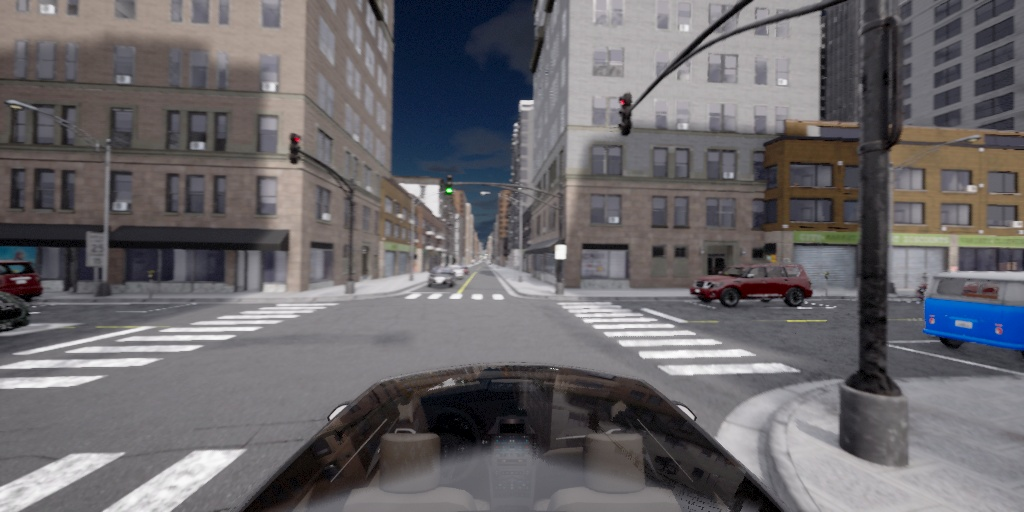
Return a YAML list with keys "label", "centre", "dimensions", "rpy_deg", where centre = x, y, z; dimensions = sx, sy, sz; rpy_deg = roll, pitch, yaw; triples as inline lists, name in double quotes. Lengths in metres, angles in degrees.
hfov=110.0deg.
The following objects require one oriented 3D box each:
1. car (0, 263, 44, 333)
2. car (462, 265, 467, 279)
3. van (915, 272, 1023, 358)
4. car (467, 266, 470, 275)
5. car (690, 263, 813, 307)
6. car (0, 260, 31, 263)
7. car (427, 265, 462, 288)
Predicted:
- label: "car"
  centre: [-14.712, 1.119, 8.425]
  dimensions: [4.553, 1.767, 2.097]
  rpy_deg: [0, 0, -4]
- label: "car"
  centre: [-5.971, 1.694, 37.128]
  dimensions: [1.812, 1.442, 4.674]
  rpy_deg: [1, -1, -5]
- label: "van"
  centre: [11.523, 1.239, 7.844]
  dimensions: [3.998, 1.789, 1.690]
  rpy_deg: [0, 0, -5]
- label: "car"
  centre: [-6.901, 1.908, 49.437]
  dimensions: [1.994, 1.385, 4.181]
  rpy_deg: [1, -1, -4]
- label: "car"
  centre: [10.849, 1.262, 16.342]
  dimensions: [5.009, 1.841, 2.192]
  rpy_deg: [0, 0, -5]
- label: "car"
  centre: [-21.493, 1.082, 13.779]
  dimensions: [5.009, 1.841, 2.192]
  rpy_deg: [0, 0, -5]
- label: "car"
  centre: [-5.221, 1.521, 27.151]
  dimensions: [2.128, 1.511, 4.902]
  rpy_deg: [1, -1, -5]
